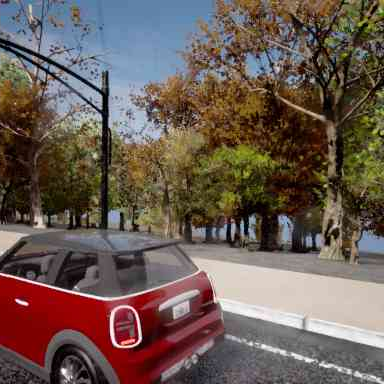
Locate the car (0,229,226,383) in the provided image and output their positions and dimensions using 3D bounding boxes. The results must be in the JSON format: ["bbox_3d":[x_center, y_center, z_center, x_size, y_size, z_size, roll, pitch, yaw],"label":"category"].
[{"bbox_3d":[-1.848,1.351,5.004,4.553,1.767,2.097,0,0,36],"label":"car"}]
